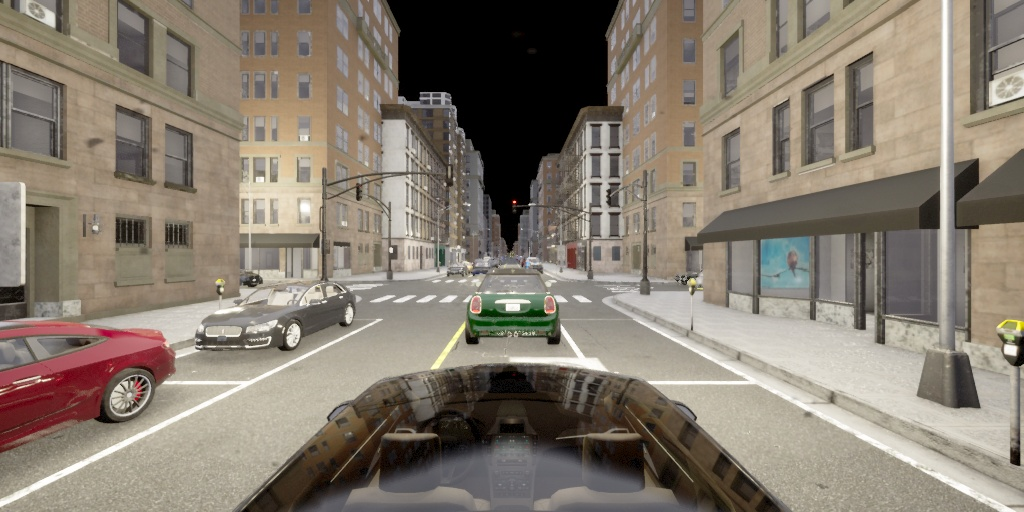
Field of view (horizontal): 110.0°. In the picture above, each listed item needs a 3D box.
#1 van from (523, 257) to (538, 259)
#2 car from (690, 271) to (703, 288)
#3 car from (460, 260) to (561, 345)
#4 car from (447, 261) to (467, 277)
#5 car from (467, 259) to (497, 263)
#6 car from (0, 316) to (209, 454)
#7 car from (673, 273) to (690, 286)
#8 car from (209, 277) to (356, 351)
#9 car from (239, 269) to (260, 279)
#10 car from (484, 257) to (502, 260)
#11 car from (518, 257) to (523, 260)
[{"bbox_3d":[2.636,1.089,46.531,1.690,1.789,3.998,0,0,0],"label":"van"},{"bbox_3d":[13.501,1.356,21.231,4.674,1.442,1.812,0,0,2],"label":"car"},{"bbox_3d":[0.040,1.102,9.684,2.097,1.767,4.553,0,0,1],"label":"car"},{"bbox_3d":[-5.394,1.300,35.717,2.007,1.370,4.403,0,0,0],"label":"car"},{"bbox_3d":[-2.864,1.296,35.821,2.033,1.411,5.357,0,0,0],"label":"car"},{"bbox_3d":[-5.389,1.332,3.160,1.802,1.307,4.207,0,0,0],"label":"car"},{"bbox_3d":[13.495,1.433,24.078,4.718,1.301,1.895,0,0,0],"label":"car"},{"bbox_3d":[-5.389,1.301,8.841,2.007,1.370,4.403,0,0,0],"label":"car"},{"bbox_3d":[-17.145,1.225,21.075,4.181,1.385,1.994,0,0,0],"label":"car"},{"bbox_3d":[-2.850,1.255,52.974,1.837,1.490,4.892,0,-1,0],"label":"car"},{"bbox_3d":[2.639,1.063,62.750,2.192,1.841,5.009,0,0,0],"label":"car"}]
